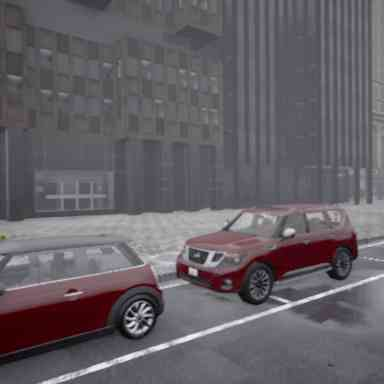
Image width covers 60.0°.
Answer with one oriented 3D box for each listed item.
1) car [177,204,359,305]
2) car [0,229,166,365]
[{"bbox_3d":[2.070,1.262,8.136,5.009,1.841,2.192,-1,0,-36],"label":"car"},{"bbox_3d":[-2.519,1.435,4.857,4.097,1.590,1.967,-1,0,-36],"label":"car"}]
